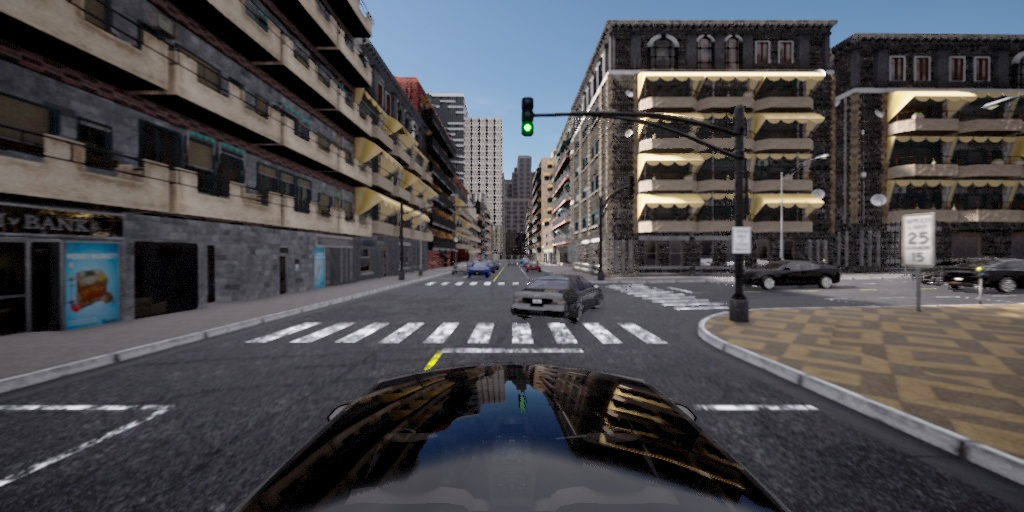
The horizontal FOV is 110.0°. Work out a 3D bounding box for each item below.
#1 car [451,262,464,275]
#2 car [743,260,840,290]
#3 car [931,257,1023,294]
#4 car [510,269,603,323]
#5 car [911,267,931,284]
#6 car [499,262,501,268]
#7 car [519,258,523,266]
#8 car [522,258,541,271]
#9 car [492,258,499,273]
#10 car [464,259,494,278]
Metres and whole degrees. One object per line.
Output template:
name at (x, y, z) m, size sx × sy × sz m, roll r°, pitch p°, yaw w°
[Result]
car at (-5.688, 1.369, 40.216) m, size 2.007 × 1.370 × 4.403 m, roll 0°, pitch 0°, yaw 0°
car at (15.064, 0.981, 19.729) m, size 5.008 × 1.535 × 1.882 m, roll -1°, pitch 0°, yaw -1°
car at (23.179, 0.875, 16.656) m, size 5.008 × 1.535 × 1.882 m, roll -1°, pitch 0°, yaw -1°
car at (1.751, 1.313, 12.316) m, size 2.033 × 1.411 × 5.357 m, roll 0°, pitch 0°, yaw 24°
car at (25.123, 0.849, 19.867) m, size 4.892 × 1.490 × 1.837 m, roll -1°, pitch 0°, yaw -1°
car at (-2.997, 1.201, 53.734) m, size 2.097 × 1.767 × 4.553 m, roll 0°, pitch 0°, yaw 0°
car at (2.694, 1.419, 62.320) m, size 2.007 × 1.370 × 4.403 m, roll 0°, pitch 0°, yaw 0°
car at (2.692, 1.271, 45.737) m, size 1.967 × 1.591 × 4.097 m, roll 0°, pitch 0°, yaw 0°
car at (-3.069, 1.178, 43.640) m, size 2.097 × 1.767 × 4.553 m, roll 0°, pitch 0°, yaw 0°
car at (-3.089, 1.284, 34.481) m, size 1.882 × 1.535 × 5.008 m, roll 0°, pitch 0°, yaw 1°
